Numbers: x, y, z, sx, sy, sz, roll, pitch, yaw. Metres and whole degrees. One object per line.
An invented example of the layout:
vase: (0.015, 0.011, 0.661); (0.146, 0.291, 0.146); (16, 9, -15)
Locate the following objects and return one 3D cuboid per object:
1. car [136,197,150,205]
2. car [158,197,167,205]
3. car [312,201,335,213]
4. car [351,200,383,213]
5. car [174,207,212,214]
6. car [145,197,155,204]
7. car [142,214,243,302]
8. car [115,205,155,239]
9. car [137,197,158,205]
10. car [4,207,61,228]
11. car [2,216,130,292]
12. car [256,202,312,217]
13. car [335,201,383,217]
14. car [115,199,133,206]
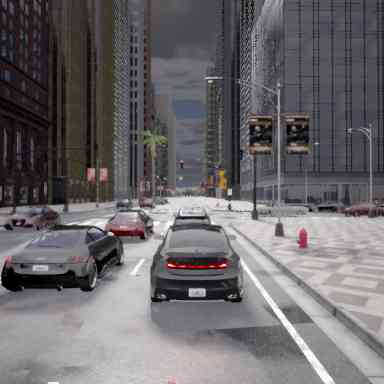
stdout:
car: (-9.845, 1.851, 67.544); (2.128, 1.511, 4.902); (0, -1, 0)
car: (-6.606, 1.696, 65.827); (2.097, 1.767, 4.553); (0, 0, 0)
car: (15.140, 1.661, 37.797); (4.313, 1.339, 1.947); (0, 0, -1)
car: (20.779, 1.642, 37.892); (4.313, 1.339, 1.947); (0, 0, -1)
car: (0.029, 1.530, 17.556); (2.128, 1.511, 4.902); (0, 0, 0)
car: (-9.846, 2.000, 78.374); (1.994, 1.385, 4.181); (0, 0, 0)
car: (0.091, 1.515, 8.234); (1.837, 1.490, 4.892); (0, 0, 0)
car: (-3.170, 1.601, 17.409); (1.994, 1.385, 4.181); (0, 0, 0)
car: (-6.656, 1.707, 50.068); (1.882, 1.535, 5.008); (0, 0, 0)
car: (-9.874, 1.615, 20.921); (1.994, 1.385, 4.181); (0, 0, 0)
car: (-3.166, 1.576, 9.010); (1.994, 1.385, 4.181); (0, 0, 1)
car: (8.463, 1.648, 31.643); (4.718, 1.301, 1.895); (0, -1, 0)
car: (15.281, 1.576, 29.274); (4.206, 1.307, 1.802); (0, 0, -1)
car: (-9.907, 1.770, 49.060); (2.033, 1.411, 5.357); (0, 0, 0)
